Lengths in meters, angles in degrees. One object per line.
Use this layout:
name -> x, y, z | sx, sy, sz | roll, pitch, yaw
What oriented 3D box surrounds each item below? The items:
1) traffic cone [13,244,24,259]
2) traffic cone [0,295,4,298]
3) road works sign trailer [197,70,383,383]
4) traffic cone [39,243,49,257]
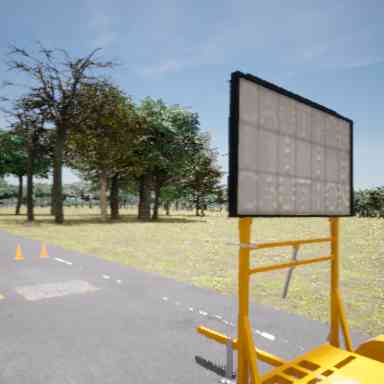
traffic cone -> -7.202, 2.473, 13.826 | 0.340, 0.580, 0.340 | 4, -4, -41
traffic cone -> -4.744, 2.248, 8.003 | 0.340, 0.580, 0.340 | 4, -4, -41
road works sign trailer -> 1.073, 0.686, 3.873 | 2.380, 3.560, 2.880 | 4, -4, -41
traffic cone -> -6.451, 2.521, 14.485 | 0.340, 0.580, 0.340 | 4, -4, -41
